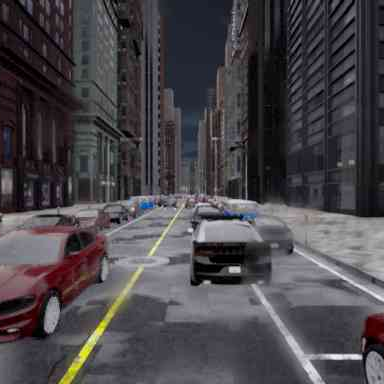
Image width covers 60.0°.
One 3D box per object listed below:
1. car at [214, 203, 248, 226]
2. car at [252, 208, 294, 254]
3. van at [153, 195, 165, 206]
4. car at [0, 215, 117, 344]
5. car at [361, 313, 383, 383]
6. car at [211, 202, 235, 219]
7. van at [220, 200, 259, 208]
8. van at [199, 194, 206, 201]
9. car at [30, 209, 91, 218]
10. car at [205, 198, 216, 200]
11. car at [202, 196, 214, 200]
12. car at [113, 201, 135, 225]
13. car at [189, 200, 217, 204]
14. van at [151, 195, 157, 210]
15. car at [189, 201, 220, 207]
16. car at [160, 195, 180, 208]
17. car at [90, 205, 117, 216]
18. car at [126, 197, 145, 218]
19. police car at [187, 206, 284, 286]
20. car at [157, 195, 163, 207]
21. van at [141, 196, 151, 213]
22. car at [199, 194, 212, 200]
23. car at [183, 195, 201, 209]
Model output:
[{"bbox_3d":[2.754,1.584,24.546,2.008,1.369,4.403,0,0,0],"label":"car"},{"bbox_3d":[2.758,1.567,13.273,2.008,1.369,4.403,0,0,0],"label":"car"},{"bbox_3d":[-5.781,1.443,58.346,1.690,1.788,3.998,0,0,0],"label":"van"},{"bbox_3d":[-3.101,1.485,6.788,1.882,1.535,5.008,0,0,0],"label":"car"},{"bbox_3d":[2.761,1.547,2.001,1.887,1.381,4.507,0,0,0],"label":"car"},{"bbox_3d":[2.753,1.625,30.182,1.802,1.307,4.206,0,0,0],"label":"car"},{"bbox_3d":[2.756,1.365,18.910,1.690,1.788,3.998,0,0,0],"label":"van"},{"bbox_3d":[2.736,1.518,86.545,1.690,1.788,3.998,0,0,0],"label":"van"},{"bbox_3d":[-5.767,1.582,13.254,1.947,1.339,4.313,0,0,0],"label":"car"},{"bbox_3d":[2.751,1.605,35.819,2.008,1.369,4.403,0,0,0],"label":"car"},{"bbox_3d":[2.748,1.621,47.091,1.887,1.381,4.507,0,0,0],"label":"car"},{"bbox_3d":[-5.770,1.599,24.527,1.947,1.339,4.313,0,0,0],"label":"car"},{"bbox_3d":[0.843,1.561,25.457,1.812,1.442,4.674,0,0,0],"label":"car"},{"bbox_3d":[-5.776,1.406,41.437,1.690,1.788,3.998,0,0,0],"label":"van"},{"bbox_3d":[0.895,1.531,19.459,1.837,1.490,4.892,0,0,0],"label":"car"},{"bbox_3d":[-3.108,1.585,48.605,1.837,1.490,4.892,0,0,0],"label":"car"},{"bbox_3d":[-5.769,1.606,18.891,1.802,1.307,4.206,0,0,0],"label":"car"},{"bbox_3d":[-5.772,1.483,30.165,1.967,1.590,4.097,0,0,0],"label":"car"},{"bbox_3d":[0.898,1.436,9.569,1.930,1.638,5.238,0,0,0],"label":"police car"},{"bbox_3d":[-5.779,1.404,52.710,2.192,1.841,5.009,0,0,0],"label":"car"},{"bbox_3d":[-5.774,1.395,35.801,1.690,1.788,3.998,0,0,0],"label":"van"},{"bbox_3d":[2.744,1.417,58.364,2.192,1.841,5.009,0,0,0],"label":"car"},{"bbox_3d":[0.007,1.602,46.898,1.812,1.442,4.674,0,0,0],"label":"car"}]
